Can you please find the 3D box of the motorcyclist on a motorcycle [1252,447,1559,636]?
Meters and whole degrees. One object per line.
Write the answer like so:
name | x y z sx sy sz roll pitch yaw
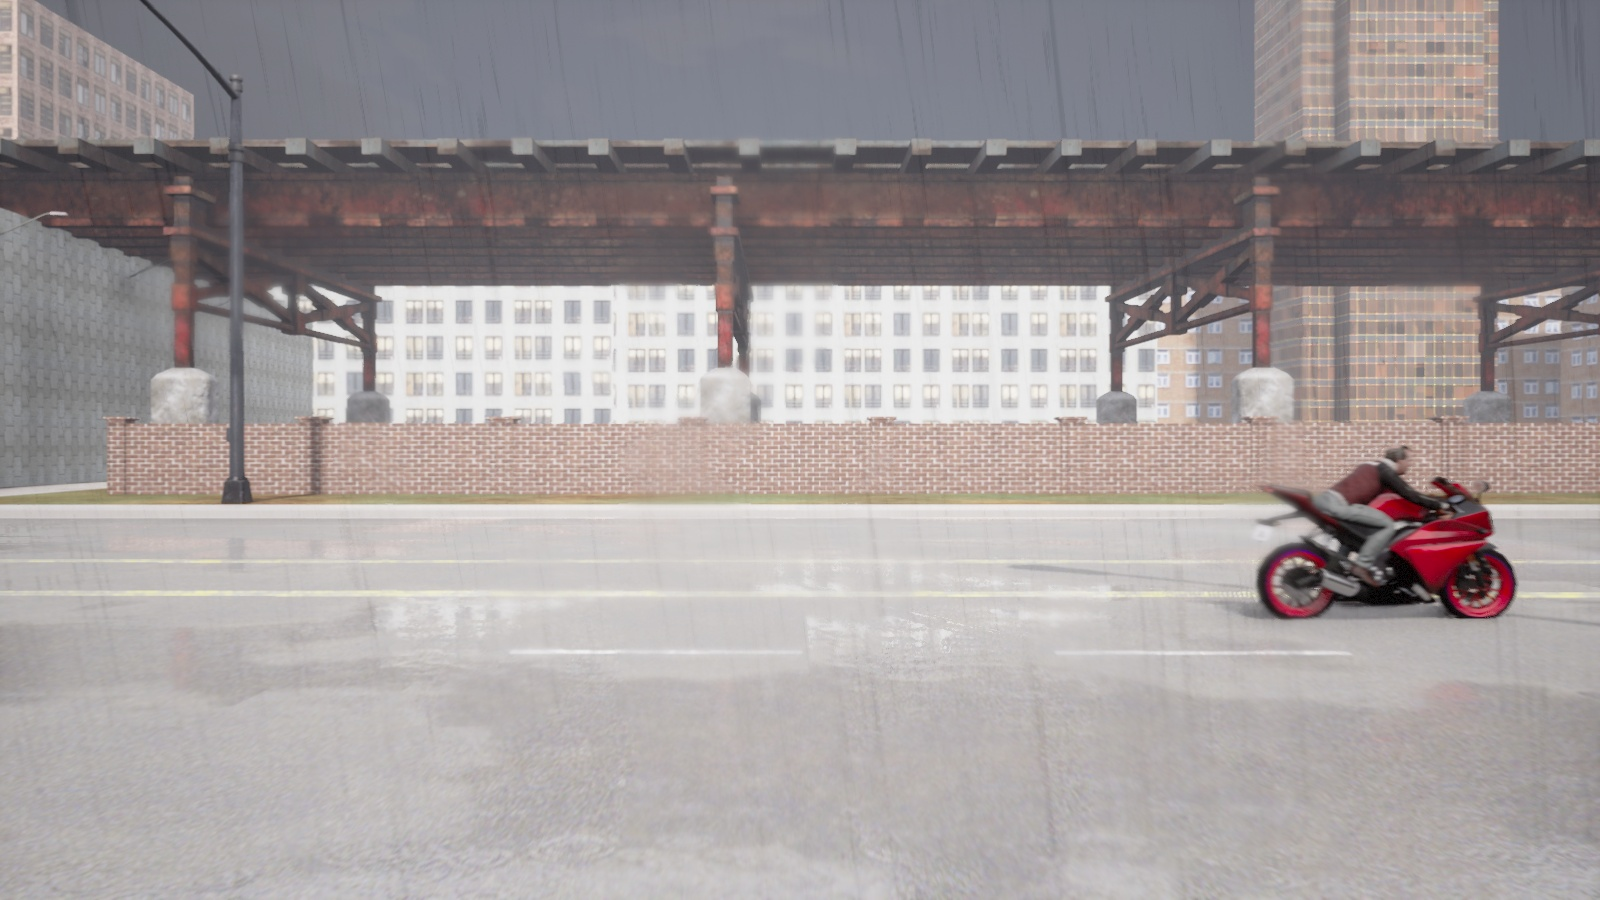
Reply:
motorcyclist on a motorcycle | 5.099 0.744 10.676 2.191 1.530 0.866 0 1 -2
